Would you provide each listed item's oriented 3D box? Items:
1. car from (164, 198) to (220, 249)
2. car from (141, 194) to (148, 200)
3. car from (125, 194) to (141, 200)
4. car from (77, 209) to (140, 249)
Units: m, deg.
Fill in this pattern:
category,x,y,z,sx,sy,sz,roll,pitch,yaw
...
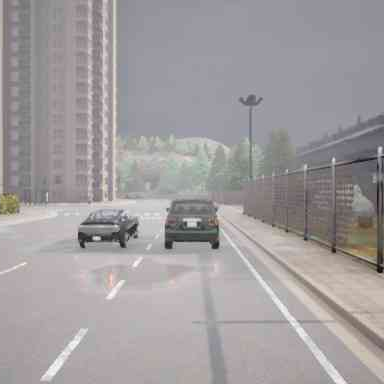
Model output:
category,x,y,z,sx,sy,sz,roll,pitch,yaw
car,0.000,1.257,14.680,2.150,2.045,5.566,0,0,0
car,-14.410,1.346,93.658,2.097,1.767,4.553,0,0,-42
car,-16.754,1.493,91.001,1.837,1.490,4.892,0,0,-37
car,-3.500,1.494,14.650,2.128,1.511,4.902,0,0,0
